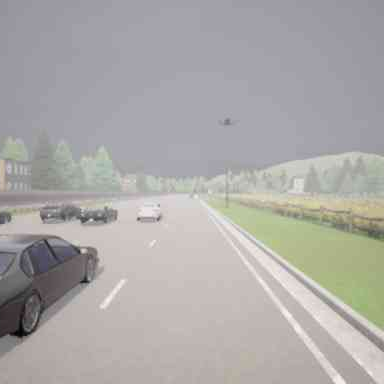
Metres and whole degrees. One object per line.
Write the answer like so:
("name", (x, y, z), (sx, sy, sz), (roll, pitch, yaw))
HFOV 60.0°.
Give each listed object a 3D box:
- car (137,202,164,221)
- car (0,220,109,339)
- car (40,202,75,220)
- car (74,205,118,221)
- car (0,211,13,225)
("car", (-3.411, 1.565, 27.666), (1.812, 1.442, 4.674), (0, 0, 0))
("car", (-3.413, 1.558, 6.583), (2.033, 1.411, 5.357), (0, 0, 0))
("car", (-10.403, 1.530, 26.671), (2.128, 1.511, 4.902), (0, 0, 0))
("car", (-6.904, 1.637, 25.067), (1.895, 1.301, 4.718), (0, 0, 0))
("car", (-13.912, 1.579, 21.603), (2.033, 1.411, 5.357), (0, 0, 0))
